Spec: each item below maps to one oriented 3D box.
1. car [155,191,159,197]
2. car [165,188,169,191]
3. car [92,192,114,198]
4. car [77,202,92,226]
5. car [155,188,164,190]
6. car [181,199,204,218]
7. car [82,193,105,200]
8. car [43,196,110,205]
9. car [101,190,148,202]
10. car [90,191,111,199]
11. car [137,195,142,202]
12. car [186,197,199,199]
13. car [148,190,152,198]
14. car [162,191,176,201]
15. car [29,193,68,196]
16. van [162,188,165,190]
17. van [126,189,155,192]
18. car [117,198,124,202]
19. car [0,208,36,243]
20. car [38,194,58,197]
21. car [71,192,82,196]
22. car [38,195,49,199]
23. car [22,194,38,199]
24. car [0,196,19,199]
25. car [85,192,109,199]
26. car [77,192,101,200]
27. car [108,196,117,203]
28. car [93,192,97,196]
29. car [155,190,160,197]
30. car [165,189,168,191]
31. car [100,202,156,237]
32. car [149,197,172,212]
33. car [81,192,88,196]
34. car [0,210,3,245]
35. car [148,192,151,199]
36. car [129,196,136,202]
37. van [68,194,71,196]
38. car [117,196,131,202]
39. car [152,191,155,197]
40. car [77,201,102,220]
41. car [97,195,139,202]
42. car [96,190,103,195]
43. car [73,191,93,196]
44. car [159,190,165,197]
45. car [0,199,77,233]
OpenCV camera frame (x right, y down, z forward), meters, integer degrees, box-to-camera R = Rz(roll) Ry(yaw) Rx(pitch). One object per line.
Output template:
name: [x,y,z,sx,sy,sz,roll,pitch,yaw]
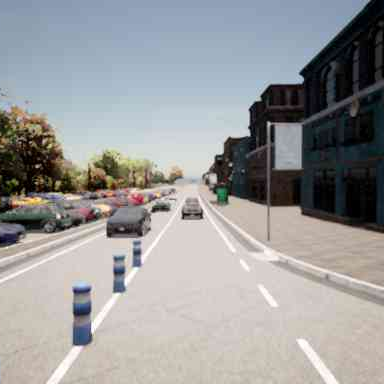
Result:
car: [-9.587,1.029,64.887,5.008,1.535,2.097,-1,1,0]
car: [-9.370,0.340,89.927,4.553,1.767,2.185,-1,1,0]
car: [-22.524,0.713,84.443,5.008,1.535,2.097,-1,1,0]
car: [-9.856,1.688,23.117,4.792,1.488,2.163,-1,0,0]
car: [-9.471,0.657,76.015,4.553,1.767,2.185,-1,1,0]
car: [0.034,1.610,29.889,1.895,1.301,4.718,-1,0,0]
car: [-22.582,0.943,76.092,4.674,1.452,2.002,-1,1,0]
car: [-9.877,1.532,28.692,4.553,1.767,2.185,-1,0,0]
car: [-9.733,1.138,48.187,5.566,2.045,2.435,-1,1,0]
car: [-22.509,0.651,81.656,4.553,1.767,2.185,-1,1,0]
car: [-9.719,1.489,45.410,4.674,1.452,2.002,-1,1,0]
car: [0.018,1.350,47.540,1.994,1.385,4.181,-1,1,0]
car: [-9.612,1.087,56.411,4.553,1.767,2.185,-1,1,0]
car: [-3.332,0.927,54.274,1.895,1.301,4.718,-1,1,0]
car: [-22.735,1.198,51.027,5.566,2.045,2.435,-1,1,0]
van: [-9.366,0.495,78.732,4.442,1.987,1.878,-1,1,0]
van: [-9.720,0.866,62.101,4.442,1.987,1.878,-1,1,0]
car: [-9.806,1.660,34.260,4.674,1.452,2.002,-1,1,0]
car: [-9.919,1.626,14.747,4.792,1.488,2.163,-1,-1,0]
car: [-22.967,1.507,48.250,5.366,1.575,1.946,-1,1,0]
car: [-22.703,1.310,59.386,4.674,1.452,2.002,-1,1,0]
car: [-22.797,1.571,45.341,5.008,1.535,2.097,-1,1,0]
car: [-22.855,1.500,42.554,4.553,1.767,2.185,-1,1,0]
car: [-22.894,1.459,36.973,5.566,2.045,2.435,-1,1,0]
car: [-22.555,0.840,78.875,5.008,1.535,2.097,-1,1,0]
car: [-22.570,0.839,73.304,4.553,1.767,2.185,-1,1,0]
car: [-9.856,1.518,31.472,4.553,1.767,2.185,-1,0,0]
car: [-22.669,1.118,67.737,4.792,1.488,2.163,-1,1,0]
car: [-9.556,0.969,67.670,5.008,1.535,2.097,-1,1,0]
car: [-9.423,0.570,87.149,4.674,1.452,2.002,-1,1,0]
car: [-3.396,1.530,18.548,1.882,1.535,5.008,-1,0,0]
car: [-3.418,1.569,38.266,1.895,1.301,4.718,-1,1,0]
car: [-22.686,1.210,62.170,5.008,1.535,2.097,-1,1,0]
car: [-9.963,1.556,11.969,4.892,1.521,2.231,-1,-1,0]
car: [-9.847,1.269,53.758,5.366,1.575,1.946,-1,1,0]
car: [-9.758,1.550,39.837,5.008,1.535,2.097,-1,1,0]
van: [-22.627,1.163,53.812,4.442,1.987,1.878,-1,1,0]
car: [-9.777,1.589,37.048,5.008,1.535,2.097,-1,1,0]
car: [-9.628,1.152,59.322,4.892,1.521,2.231,-1,1,0]
car: [-9.894,1.692,25.904,4.792,1.488,2.163,-1,0,0]
car: [-9.713,1.533,42.625,4.792,1.488,2.163,-1,1,0]
car: [-22.594,0.776,70.518,5.566,2.045,2.435,-1,1,0]
car: [-22.667,1.150,64.955,4.892,1.521,2.231,-1,1,0]
car: [-9.336,0.841,73.234,5.366,1.575,1.946,-1,1,0]
car: [-9.877,1.521,20.330,4.553,1.767,2.185,-1,0,0]
